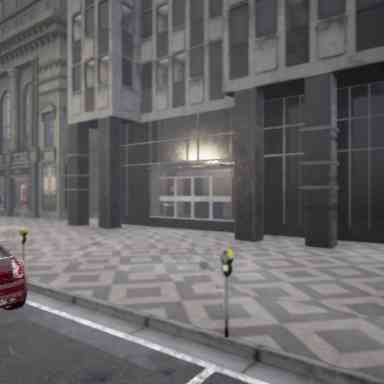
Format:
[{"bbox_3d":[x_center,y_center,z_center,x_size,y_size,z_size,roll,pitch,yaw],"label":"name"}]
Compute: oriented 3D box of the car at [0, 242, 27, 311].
[{"bbox_3d":[-5.140,1.481,6.625,4.097,1.590,1.967,0,0,35],"label":"car"}]
